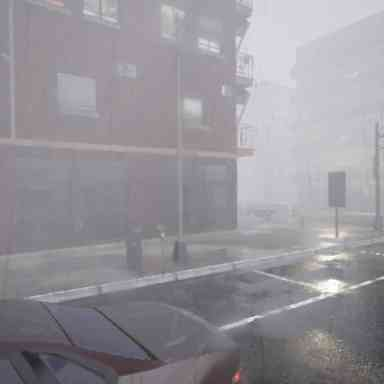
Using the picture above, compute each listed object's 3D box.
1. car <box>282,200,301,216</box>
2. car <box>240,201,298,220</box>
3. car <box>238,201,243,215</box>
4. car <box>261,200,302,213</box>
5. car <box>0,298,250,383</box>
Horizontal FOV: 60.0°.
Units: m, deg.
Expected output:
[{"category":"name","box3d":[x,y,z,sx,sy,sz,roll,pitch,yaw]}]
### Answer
[{"category":"car","box3d":[8.457,1.794,32.325,1.994,1.385,4.181,-1,1,-35]},{"category":"car","box3d":[6.876,1.767,29.940,2.008,1.369,4.403,-2,0,-35]},{"category":"car","box3d":[3.636,1.855,34.540,1.802,1.307,4.206,-2,0,-35]},{"category":"car","box3d":[10.478,1.691,39.319,2.008,1.369,4.403,-2,0,-35]},{"category":"car","box3d":[-2.020,1.548,1.931,5.357,1.411,2.033,0,0,-35]}]
